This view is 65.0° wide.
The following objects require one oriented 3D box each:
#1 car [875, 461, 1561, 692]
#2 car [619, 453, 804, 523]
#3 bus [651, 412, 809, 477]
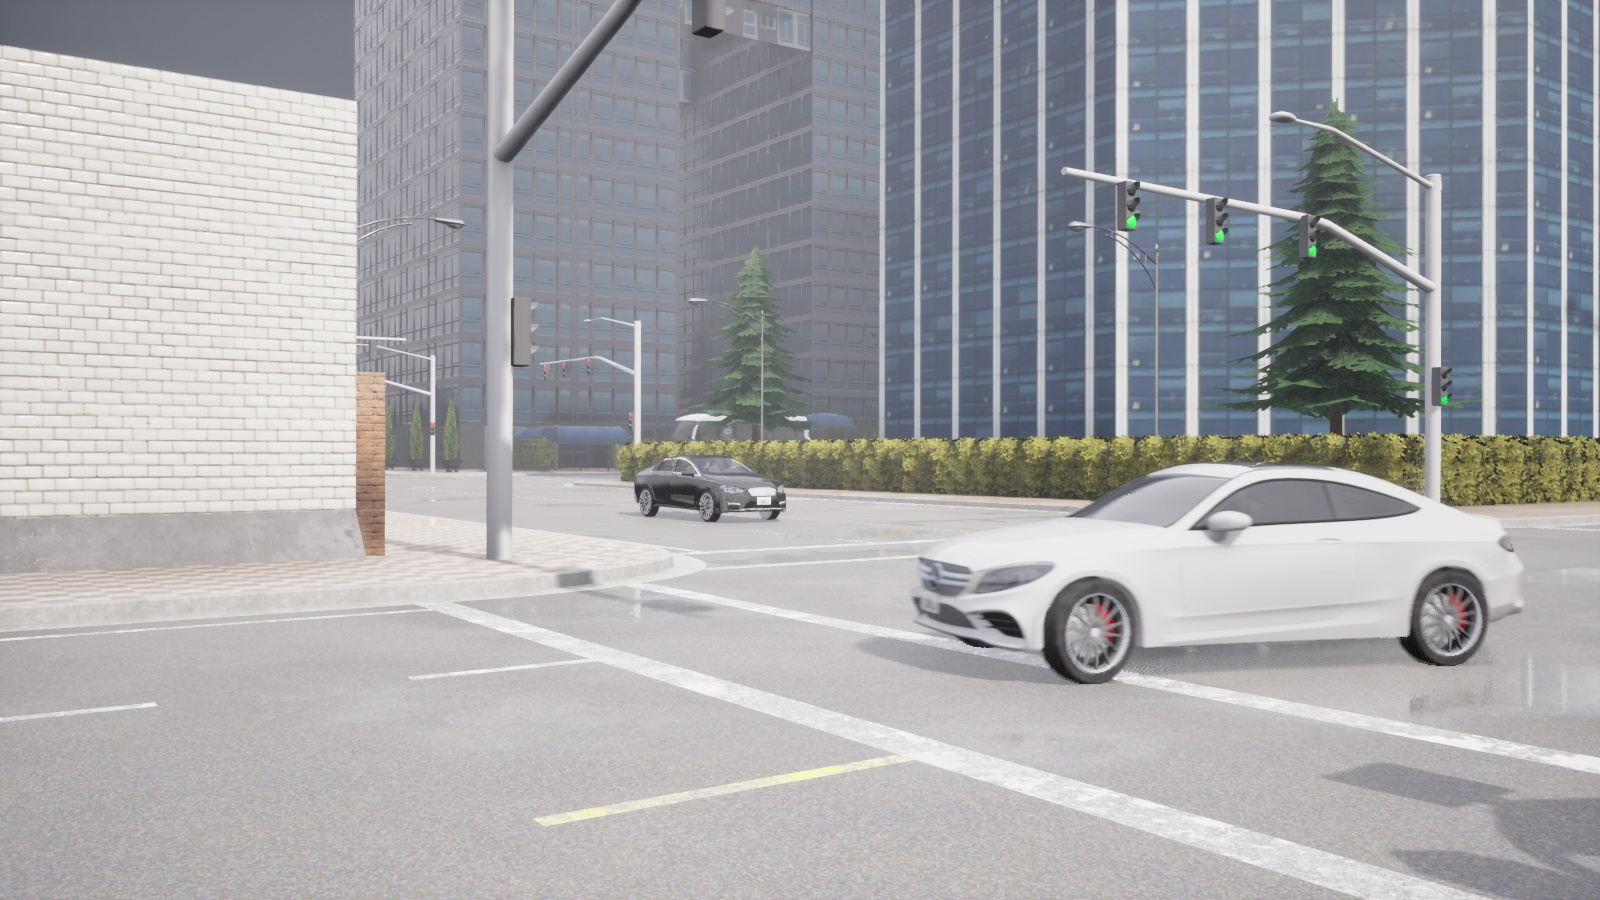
[{"bbox_3d":[3.069,0.805,9.390,4.674,1.442,1.812,0,0,-17],"label":"car"},{"bbox_3d":[-2.194,0.834,29.697,2.128,1.511,4.902,0,0,-35],"label":"car"},{"bbox_3d":[-4.731,-0.355,86.416,10.273,4.253,3.944,0,0,-35],"label":"bus"}]
